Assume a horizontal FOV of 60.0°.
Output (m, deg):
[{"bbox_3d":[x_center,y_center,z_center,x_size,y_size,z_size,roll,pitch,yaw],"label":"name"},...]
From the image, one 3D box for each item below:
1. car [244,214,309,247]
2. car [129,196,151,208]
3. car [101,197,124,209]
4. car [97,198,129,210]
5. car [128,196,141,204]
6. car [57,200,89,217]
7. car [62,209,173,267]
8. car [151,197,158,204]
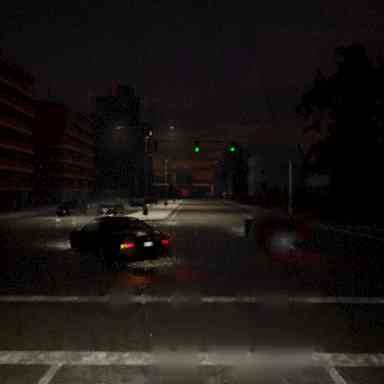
[{"bbox_3d":[3.606,1.629,15.161,1.895,1.301,4.718,0,0,0],"label":"car"},{"bbox_3d":[-8.053,1.641,50.443,2.033,1.411,5.357,0,0,0],"label":"car"},{"bbox_3d":[-11.557,1.582,48.438,2.128,1.511,4.902,0,0,0],"label":"car"},{"bbox_3d":[-8.079,1.551,33.257,2.128,1.511,4.902,0,0,0],"label":"car"},{"bbox_3d":[-11.471,1.594,66.629,1.882,1.535,5.008,0,0,0],"label":"car"},{"bbox_3d":[-11.580,1.565,32.615,1.837,1.490,4.892,0,0,0],"label":"car"},{"bbox_3d":[-2.732,1.570,11.728,2.033,1.411,5.357,0,0,-35],"label":"car"},{"bbox_3d":[-7.971,1.669,66.978,2.033,1.411,5.357,0,0,0],"label":"car"}]
